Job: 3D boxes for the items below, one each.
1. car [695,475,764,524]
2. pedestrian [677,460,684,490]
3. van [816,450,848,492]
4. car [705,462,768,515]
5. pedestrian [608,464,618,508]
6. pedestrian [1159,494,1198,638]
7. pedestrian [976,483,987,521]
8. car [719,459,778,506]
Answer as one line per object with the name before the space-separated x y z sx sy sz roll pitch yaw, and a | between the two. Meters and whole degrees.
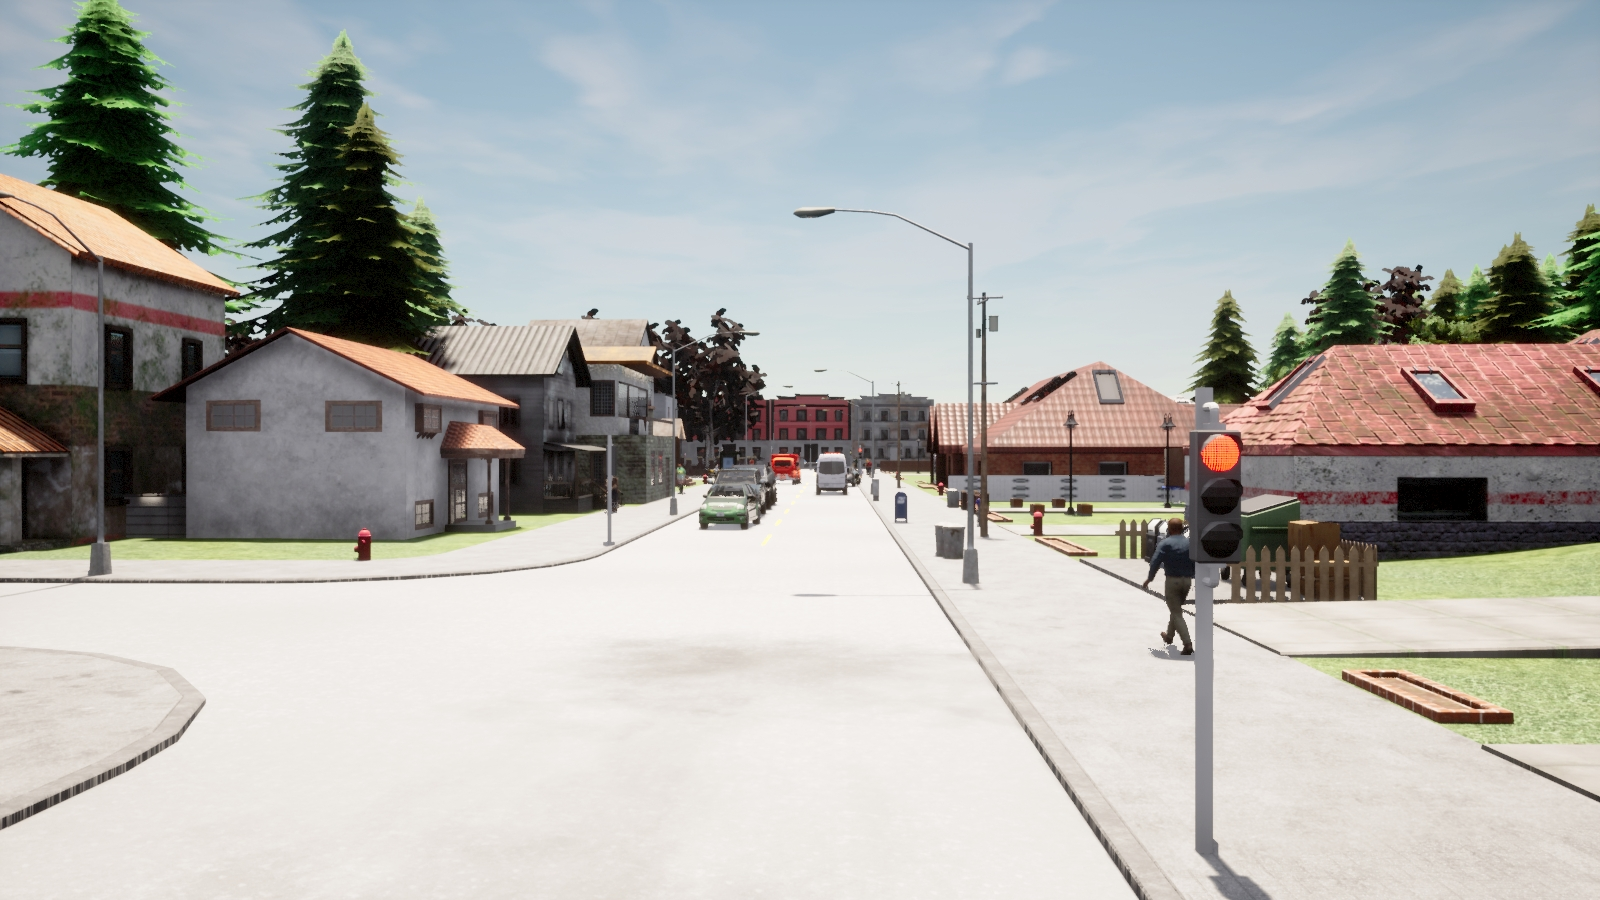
car | -2.533 1.779 41.798 1.851 1.617 3.988 0 0 7
pedestrian | -7.278 1.524 69.602 0.375 1.860 0.375 0 0 0
van | 2.035 1.315 73.194 1.988 2.561 5.915 0 0 2
car | -2.626 1.559 48.404 2.150 2.045 5.566 0 0 2
pedestrian | -8.009 1.525 48.974 0.375 1.860 0.375 0 0 2
pedestrian | 5.001 1.524 15.095 0.375 1.860 0.375 0 0 -4
pedestrian | 6.346 1.803 39.875 0.375 1.300 0.375 0 0 7
car | -2.451 1.534 55.813 2.390 2.098 6.274 0 0 2
